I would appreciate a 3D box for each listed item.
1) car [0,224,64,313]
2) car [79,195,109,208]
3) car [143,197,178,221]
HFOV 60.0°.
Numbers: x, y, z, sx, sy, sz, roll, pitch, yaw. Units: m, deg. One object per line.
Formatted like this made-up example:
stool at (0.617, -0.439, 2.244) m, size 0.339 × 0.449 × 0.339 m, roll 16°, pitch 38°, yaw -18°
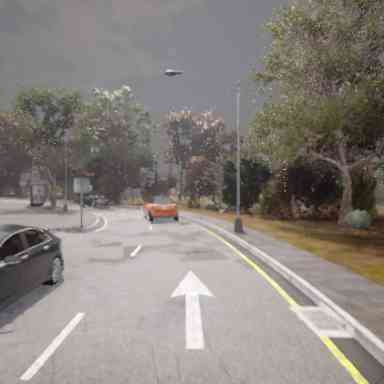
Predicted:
car at (-4.080, 1.459, 6.447) m, size 1.837 × 1.490 × 4.892 m, roll 0°, pitch 1°, yaw -1°
car at (-11.934, 1.083, 40.383) m, size 2.128 × 1.511 × 4.902 m, roll 0°, pitch 1°, yaw -45°
car at (-2.471, 1.133, 25.179) m, size 2.097 × 1.767 × 4.553 m, roll 0°, pitch 1°, yaw -15°
